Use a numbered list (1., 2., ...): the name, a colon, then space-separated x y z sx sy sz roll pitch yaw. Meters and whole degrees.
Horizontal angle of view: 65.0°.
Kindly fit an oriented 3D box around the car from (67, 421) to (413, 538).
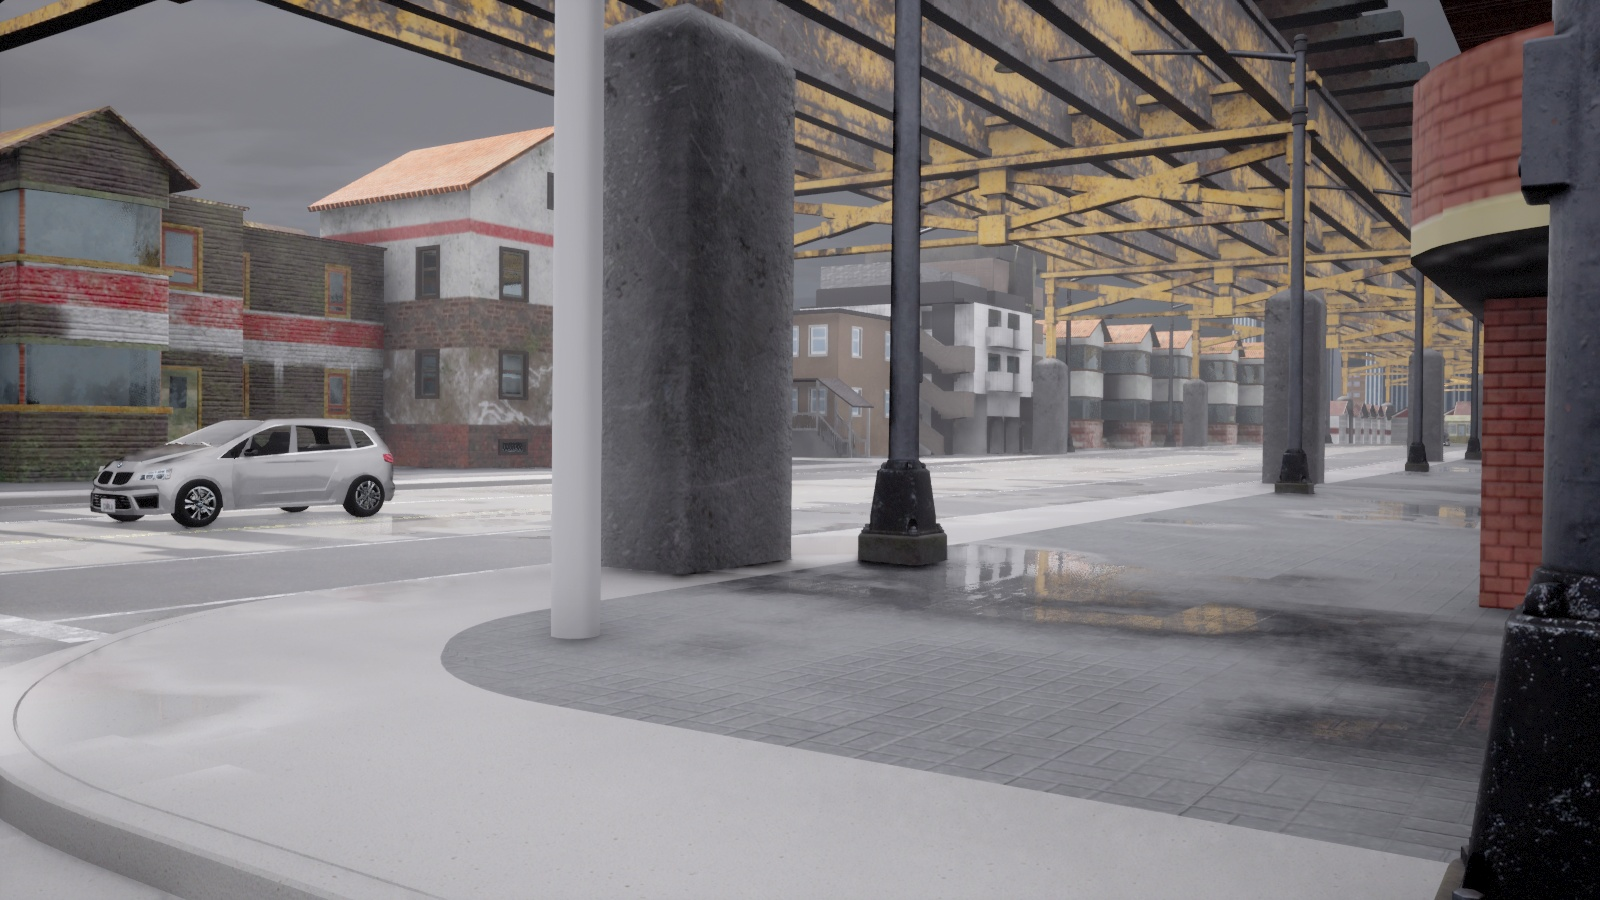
1. car: -8.884 0.379 20.320 2.242 1.667 4.611 0 1 34
